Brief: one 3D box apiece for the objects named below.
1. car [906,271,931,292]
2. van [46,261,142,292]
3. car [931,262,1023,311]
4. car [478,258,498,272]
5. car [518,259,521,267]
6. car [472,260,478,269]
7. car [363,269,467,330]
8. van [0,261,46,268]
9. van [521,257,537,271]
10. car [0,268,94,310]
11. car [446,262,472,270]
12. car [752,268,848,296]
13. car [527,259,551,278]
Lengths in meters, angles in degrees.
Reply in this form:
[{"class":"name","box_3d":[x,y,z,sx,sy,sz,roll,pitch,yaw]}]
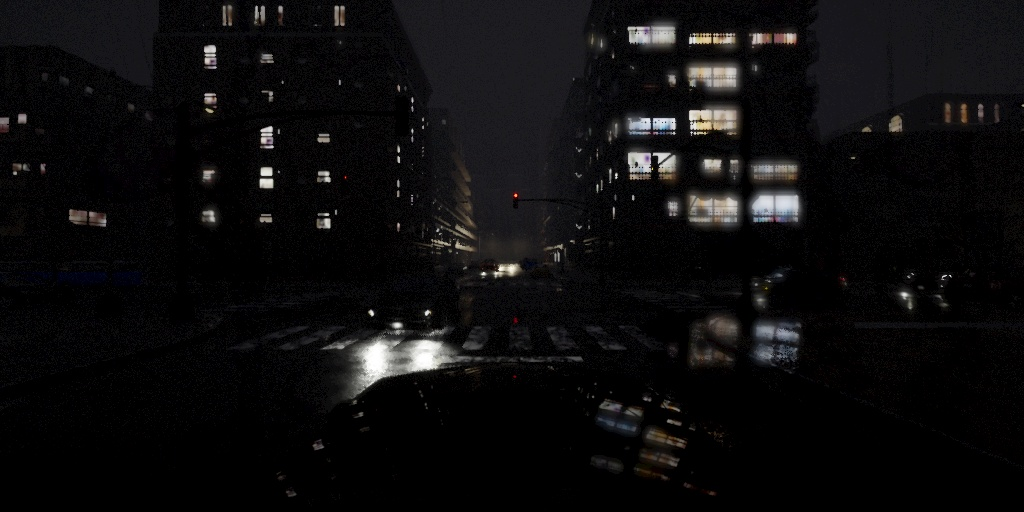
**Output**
[{"class":"car","box_3d":[23.387,1.070,18.502,4.553,1.767,2.097,0,-1,1]},{"class":"van","box_3d":[-24.852,1.186,21.600,3.998,1.789,1.690,0,0,1]},{"class":"car","box_3d":[18.663,1.101,13.140,4.097,1.591,1.967,0,0,1]},{"class":"car","box_3d":[-2.850,1.113,46.312,2.097,1.767,4.553,0,0,0]},{"class":"car","box_3d":[2.450,1.089,53.054,2.192,1.841,5.009,0,0,0]},{"class":"car","box_3d":[-5.430,1.356,52.977,1.802,1.307,4.207,0,0,0]},{"class":"car","box_3d":[-2.772,1.299,11.340,2.033,1.411,5.357,0,0,0]},{"class":"van","box_3d":[-30.447,1.197,21.674,3.998,1.789,1.690,0,0,1]},{"class":"van","box_3d":[2.496,1.109,47.400,1.690,1.789,3.998,0,0,0]},{"class":"car","box_3d":[-19.364,1.288,13.646,4.403,1.370,2.007,0,0,1]},{"class":"car","box_3d":[-5.521,1.310,36.004,2.007,1.370,4.403,0,0,0]},{"class":"car","box_3d":[14.689,1.301,18.617,4.181,1.385,1.994,0,-1,1]},{"class":"car","box_3d":[2.624,1.283,33.567,1.751,1.417,4.829,0,0,0]}]
